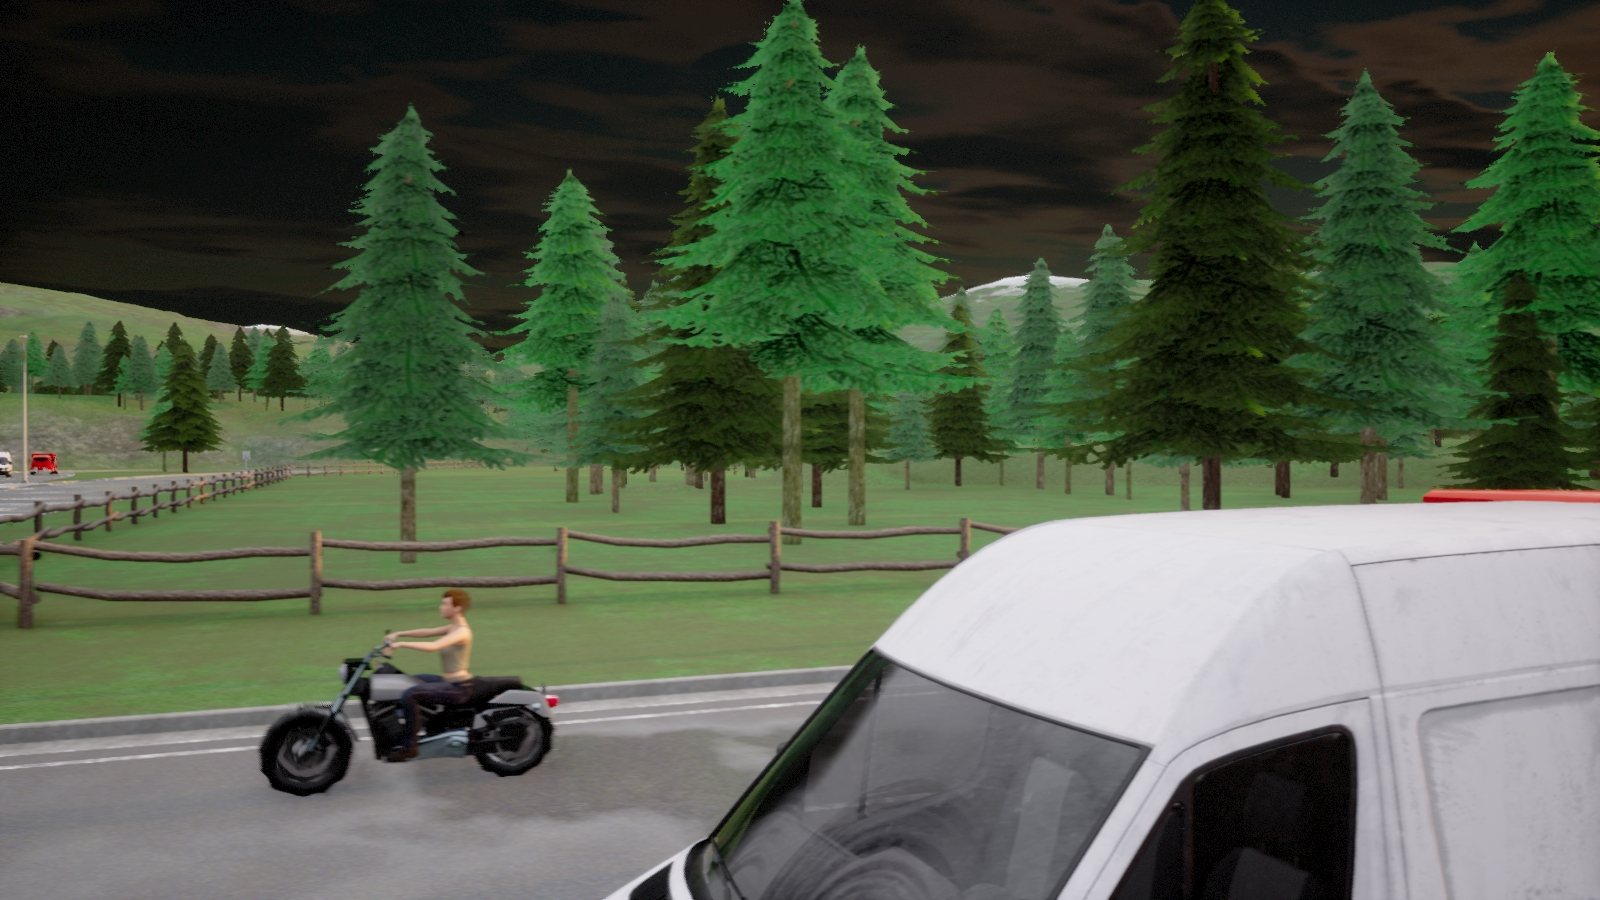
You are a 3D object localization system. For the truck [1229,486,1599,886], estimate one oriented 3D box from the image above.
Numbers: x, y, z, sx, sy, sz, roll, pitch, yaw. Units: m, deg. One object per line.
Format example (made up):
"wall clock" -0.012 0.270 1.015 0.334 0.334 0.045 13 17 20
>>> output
"truck" 6.560 1.569 9.392 5.204 2.467 2.627 1 0 -20

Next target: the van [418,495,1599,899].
"van" 1.793 1.531 4.167 5.915 2.561 1.988 0 0 -22

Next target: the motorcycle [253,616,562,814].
"motorcycle" -3.239 2.152 9.572 2.356 1.307 0.764 0 0 -20
